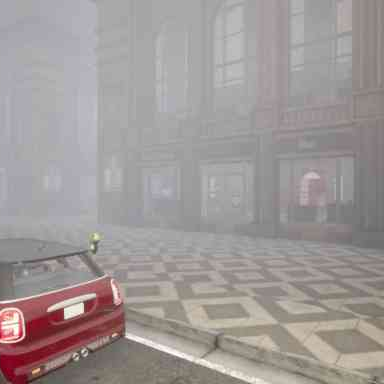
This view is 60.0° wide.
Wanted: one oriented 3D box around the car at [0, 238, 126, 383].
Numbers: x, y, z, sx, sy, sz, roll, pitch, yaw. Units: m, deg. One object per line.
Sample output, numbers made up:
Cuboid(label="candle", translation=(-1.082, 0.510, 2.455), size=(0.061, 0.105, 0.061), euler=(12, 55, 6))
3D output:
Cuboid(label="car", translation=(-2.983, 1.440, 5.092), size=(4.097, 1.590, 1.967), euler=(0, 0, 36))
